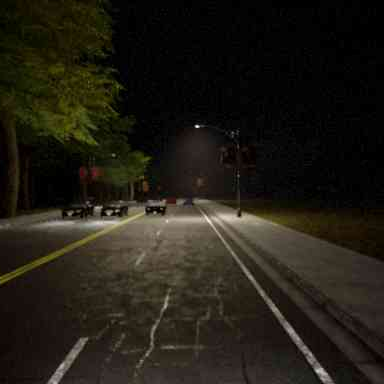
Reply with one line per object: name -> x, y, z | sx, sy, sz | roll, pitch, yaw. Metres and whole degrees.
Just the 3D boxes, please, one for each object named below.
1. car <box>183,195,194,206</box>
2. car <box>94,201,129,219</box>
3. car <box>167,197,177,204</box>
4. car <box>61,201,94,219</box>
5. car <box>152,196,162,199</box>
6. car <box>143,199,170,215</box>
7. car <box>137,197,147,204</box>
car -> -0.633, 1.644, 57.617 | 2.033, 1.411, 5.357 | 0, 0, -1
car -> -6.968, 1.570, 30.225 | 2.128, 1.511, 4.902 | 0, 0, -1
car -> -3.977, 1.712, 64.754 | 1.994, 1.385, 4.181 | 0, 0, -1
car -> -10.218, 1.597, 30.195 | 2.128, 1.511, 4.902 | 0, 0, -1
car -> -7.416, 1.681, 71.465 | 2.128, 1.511, 4.902 | 0, 0, -1
car -> -3.574, 1.657, 34.054 | 1.895, 1.301, 4.718 | 0, 0, -1
car -> -10.666, 1.723, 71.422 | 2.033, 1.411, 5.357 | 0, 0, -1
